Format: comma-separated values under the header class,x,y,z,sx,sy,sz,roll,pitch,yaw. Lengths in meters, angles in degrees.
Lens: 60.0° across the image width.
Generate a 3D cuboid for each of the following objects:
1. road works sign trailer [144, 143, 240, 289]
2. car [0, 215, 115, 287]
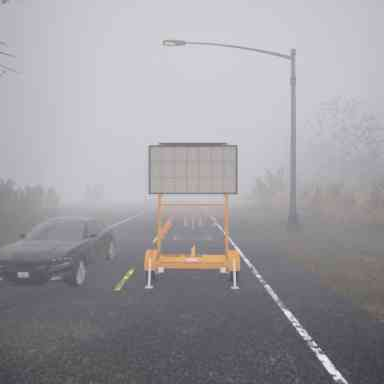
class,x,y,z,sx,sy,sz,roll,pitch,yaw
road works sign trailer,0.032,0.460,9.138,2.380,3.560,2.880,0,0,1
car,-3.562,1.473,9.506,1.882,1.535,5.008,0,0,0
